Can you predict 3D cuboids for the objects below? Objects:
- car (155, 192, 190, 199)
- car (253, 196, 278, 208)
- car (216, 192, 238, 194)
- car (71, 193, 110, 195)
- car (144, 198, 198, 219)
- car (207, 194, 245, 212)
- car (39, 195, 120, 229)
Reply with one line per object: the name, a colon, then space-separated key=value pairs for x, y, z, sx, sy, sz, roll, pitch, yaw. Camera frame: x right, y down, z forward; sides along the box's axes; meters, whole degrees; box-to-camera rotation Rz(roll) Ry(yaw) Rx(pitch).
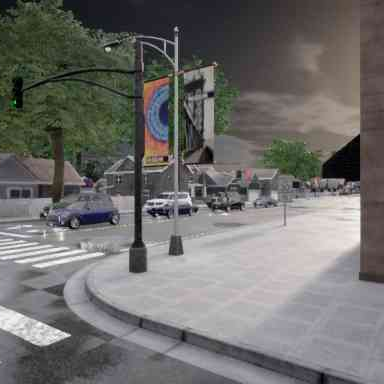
car: x=-2.216 y=1.063 z=32.708 sx=2.150 sy=2.045 sz=5.566 roll=0 pitch=0 yaw=35
car: x=9.743 y=1.249 z=43.806 sx=2.128 sy=1.511 sz=4.902 roll=0 pitch=0 yaw=36
car: x=4.038 y=1.005 z=41.438 sx=2.150 sy=2.045 sz=5.566 roll=0 pitch=0 yaw=35
car: x=-8.207 y=1.120 z=24.397 sx=2.150 sy=2.045 sz=5.566 roll=0 pitch=0 yaw=34
car: x=-1.504 y=1.462 z=28.139 sx=1.895 sy=1.301 sz=4.718 roll=0 pitch=0 yaw=36
car: x=3.946 y=1.287 z=35.741 sx=1.882 sy=1.535 sz=5.008 roll=0 pitch=0 yaw=35
car: x=-6.729 y=1.264 z=20.821 sx=2.097 sy=1.767 sz=4.553 roll=0 pitch=0 yaw=35
